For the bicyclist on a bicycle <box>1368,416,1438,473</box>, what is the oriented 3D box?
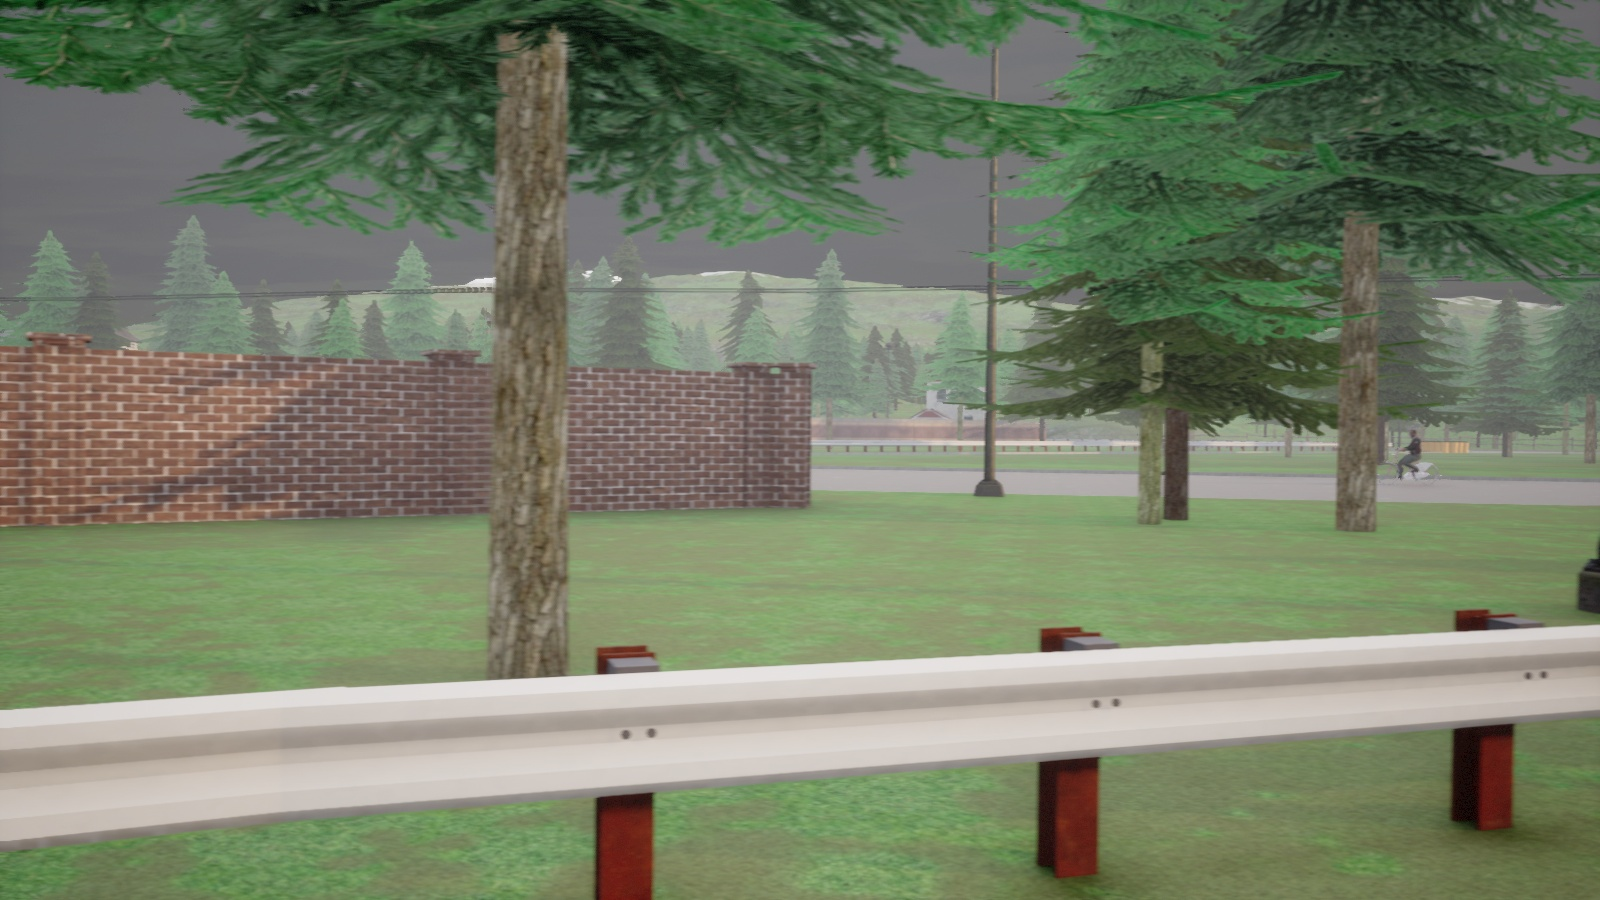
[{"bbox_3d":[18.711,-0.171,38.977,1.843,1.776,0.659,0,1,11],"label":"bicyclist on a bicycle"}]
